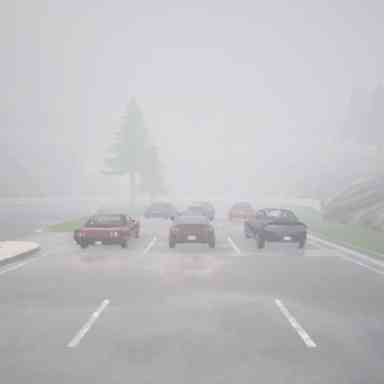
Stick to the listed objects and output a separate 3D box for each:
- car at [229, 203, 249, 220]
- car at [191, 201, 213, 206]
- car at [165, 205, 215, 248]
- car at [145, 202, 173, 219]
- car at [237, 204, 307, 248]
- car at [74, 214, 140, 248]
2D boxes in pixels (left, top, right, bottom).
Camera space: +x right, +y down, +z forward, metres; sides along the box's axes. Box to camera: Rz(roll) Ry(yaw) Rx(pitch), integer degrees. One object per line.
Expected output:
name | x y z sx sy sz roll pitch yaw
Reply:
car | 4.192 1.570 27.874 1.994 1.385 4.181 0 0 11
car | 0.761 1.530 28.564 1.812 1.442 4.674 0 0 11
car | 0.000 1.530 14.650 1.812 1.442 4.674 0 0 0
car | -2.670 1.570 29.255 1.994 1.385 4.181 0 0 11
car | 3.500 1.492 14.650 2.128 1.511 4.902 0 0 0
car | -3.500 1.613 14.680 1.895 1.301 4.718 0 0 0
